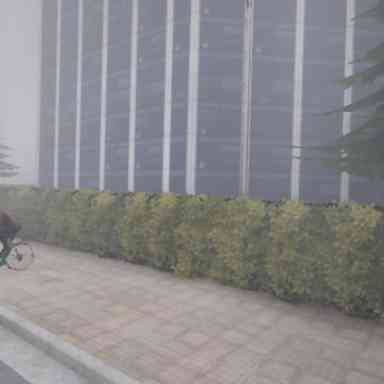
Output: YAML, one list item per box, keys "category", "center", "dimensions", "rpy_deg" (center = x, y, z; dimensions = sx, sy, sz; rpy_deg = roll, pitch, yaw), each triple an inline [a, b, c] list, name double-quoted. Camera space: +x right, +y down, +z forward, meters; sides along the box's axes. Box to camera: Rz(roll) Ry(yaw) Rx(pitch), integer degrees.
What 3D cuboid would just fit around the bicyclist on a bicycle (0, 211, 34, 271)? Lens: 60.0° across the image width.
- category: "bicyclist on a bicycle"
  center: [-4.370, 1.078, 7.505]
  dimensions: [0.582, 1.620, 1.656]
  rpy_deg: [2, 1, 38]
